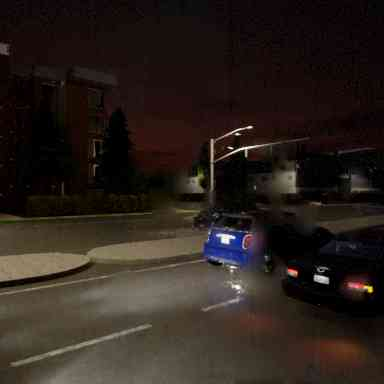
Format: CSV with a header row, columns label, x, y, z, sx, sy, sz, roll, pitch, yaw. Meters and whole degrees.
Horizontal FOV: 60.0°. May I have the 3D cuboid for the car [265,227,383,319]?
label,x,y,z,sx,sy,sz,roll,pitch,yaw
car,4.197,1.550,7.272,5.357,1.411,2.033,0,0,-38

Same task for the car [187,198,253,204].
label,x,y,z,sx,sy,sz,roll,pitch,yaw
car,2.276,1.356,20.732,4.553,1.767,2.097,0,0,-40

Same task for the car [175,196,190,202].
label,x,y,z,sx,sy,sz,roll,pitch,yaw
car,-1.852,1.612,73.707,1.895,1.301,4.718,0,0,-38

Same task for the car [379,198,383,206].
label,x,y,z,sx,sy,sz,roll,pitch,yaw
car,33.370,1.373,55.878,4.553,1.767,2.097,0,0,-38

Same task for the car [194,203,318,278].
label,x,y,z,sx,sy,sz,roll,pitch,yaw
car,2.579,1.355,10.456,4.553,1.767,2.097,0,0,-38
